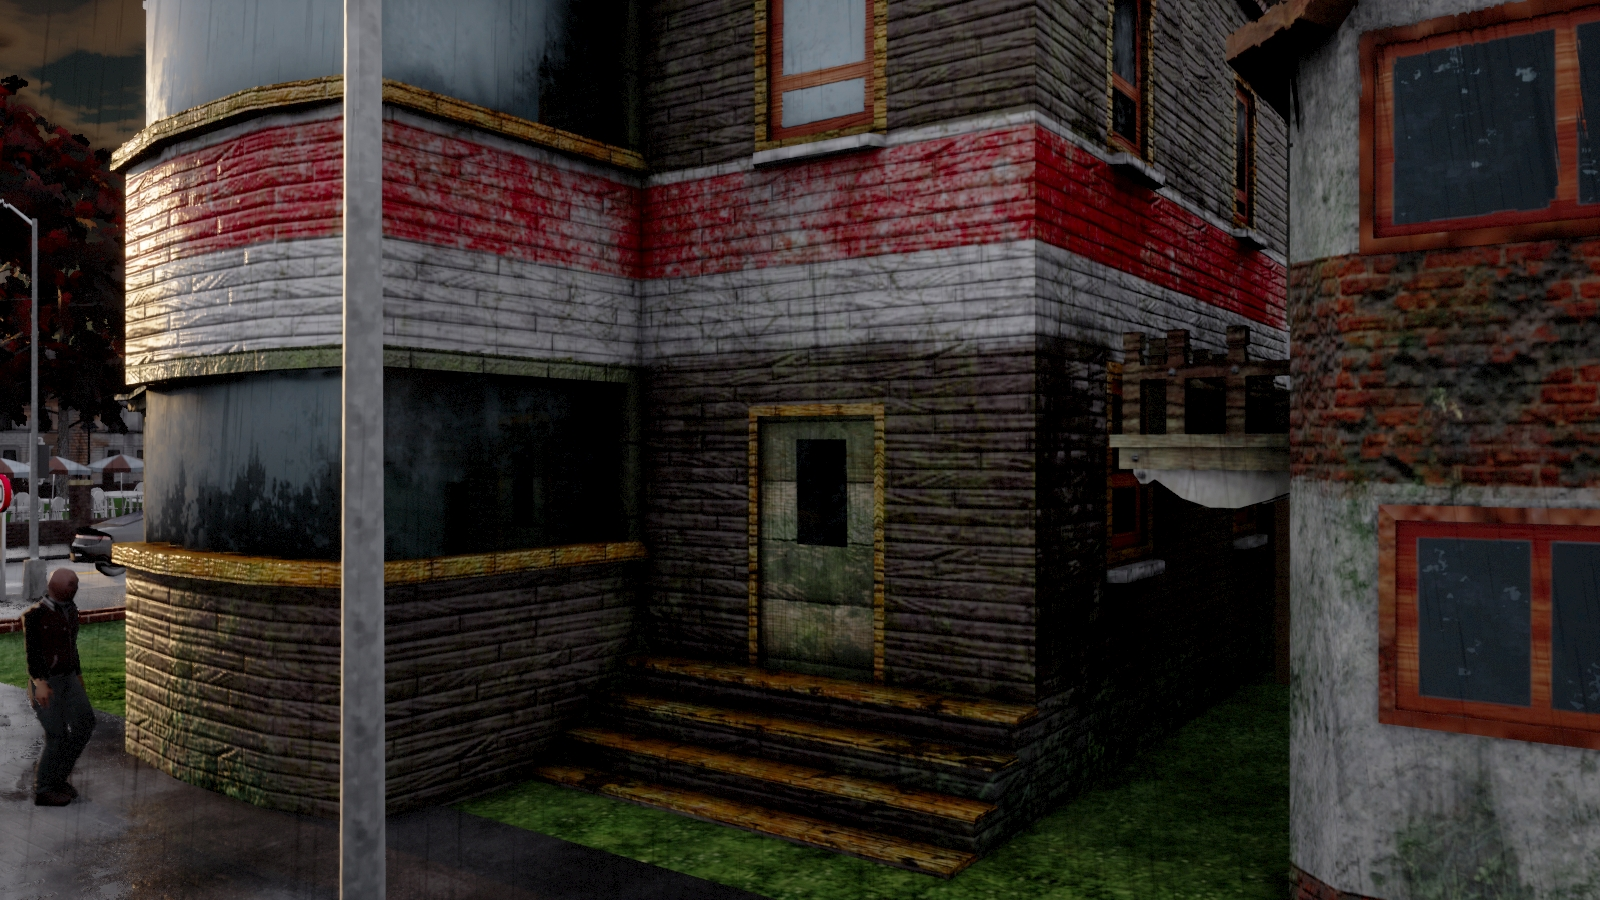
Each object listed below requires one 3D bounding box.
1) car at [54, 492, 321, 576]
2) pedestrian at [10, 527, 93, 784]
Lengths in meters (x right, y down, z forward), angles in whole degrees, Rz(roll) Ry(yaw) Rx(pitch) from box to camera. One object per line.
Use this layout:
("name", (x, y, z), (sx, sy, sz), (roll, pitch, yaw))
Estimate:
("car", (-13.748, 1.817, 25.958), (2.128, 1.511, 4.902), (0, 0, 34))
("pedestrian", (-5.623, 1.522, 8.592), (0.375, 1.860, 0.375), (0, 0, 4))
